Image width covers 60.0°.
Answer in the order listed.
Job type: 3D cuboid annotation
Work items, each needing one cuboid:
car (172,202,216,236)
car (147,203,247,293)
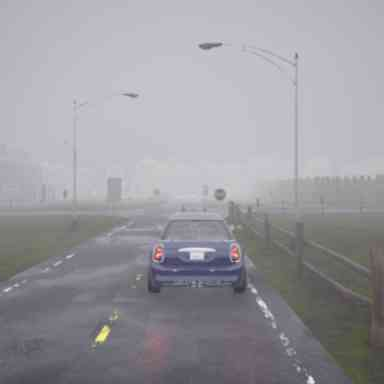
[{"bbox_3d":[0.095,1.376,18.527,2.128,1.511,4.902,0,0,0],"label":"car"},{"bbox_3d":[0.100,1.296,8.849,2.097,1.767,4.553,0,0,0],"label":"car"}]
